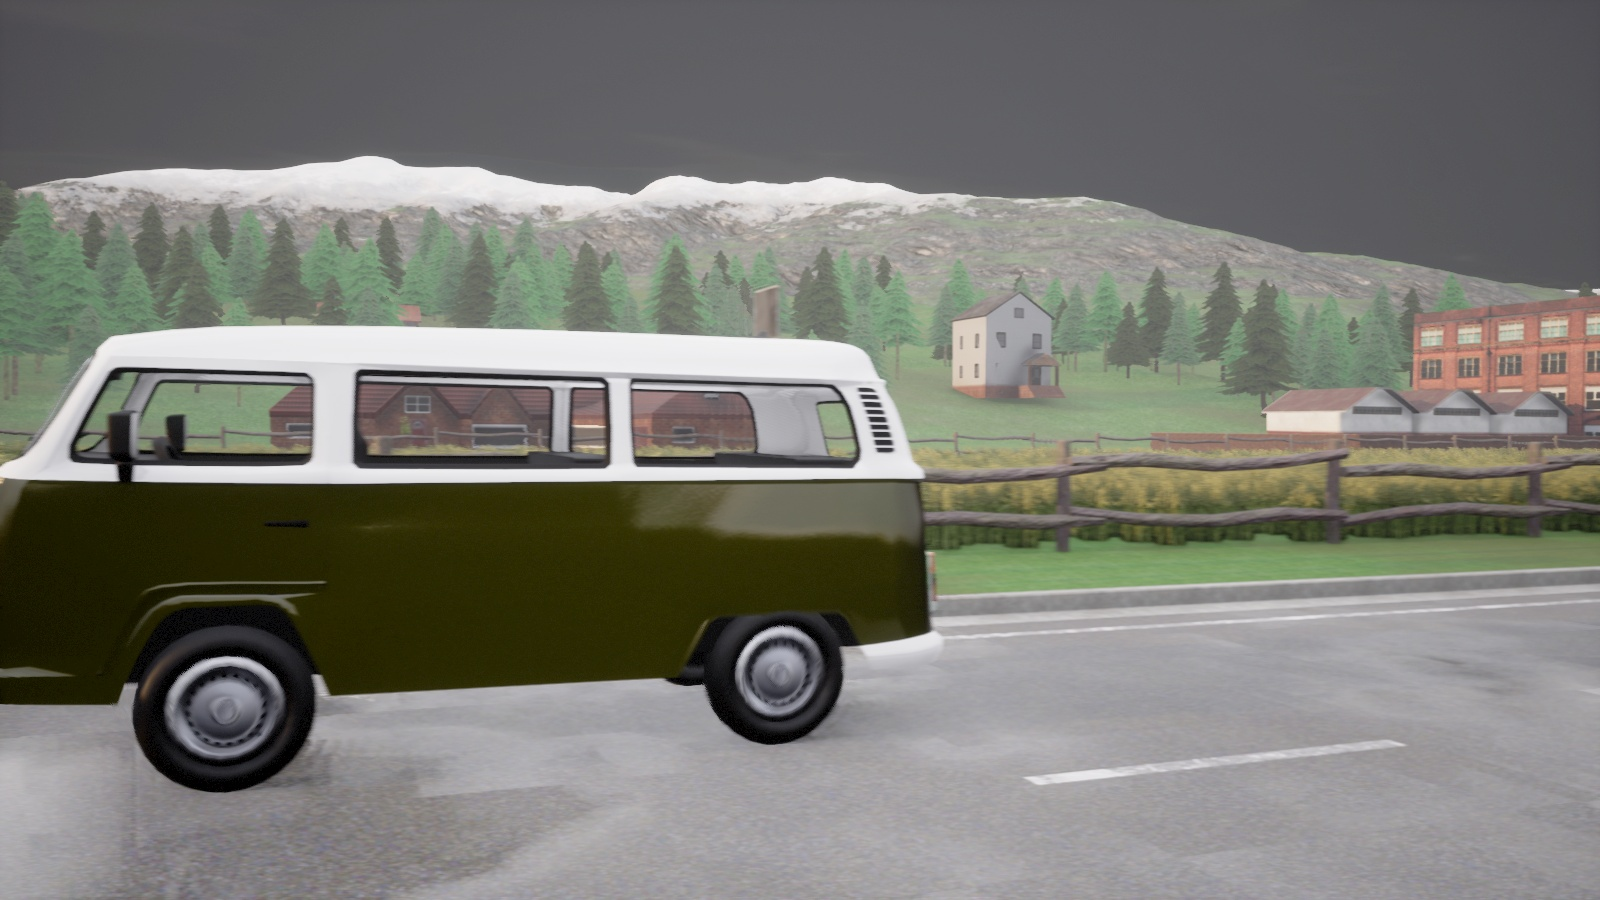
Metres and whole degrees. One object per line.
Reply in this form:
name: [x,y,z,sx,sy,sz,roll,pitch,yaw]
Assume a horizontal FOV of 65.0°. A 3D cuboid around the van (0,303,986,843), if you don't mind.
van: [-1.545,0.434,6.393,4.480,2.038,2.069,-1,1,-21]
